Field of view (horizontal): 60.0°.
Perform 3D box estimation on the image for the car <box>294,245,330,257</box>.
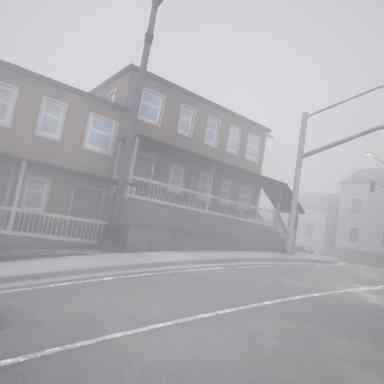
[{"bbox_3d":[9.824,5.503,29.203,2.097,1.767,4.553,13,-16,-34],"label":"car"}]
